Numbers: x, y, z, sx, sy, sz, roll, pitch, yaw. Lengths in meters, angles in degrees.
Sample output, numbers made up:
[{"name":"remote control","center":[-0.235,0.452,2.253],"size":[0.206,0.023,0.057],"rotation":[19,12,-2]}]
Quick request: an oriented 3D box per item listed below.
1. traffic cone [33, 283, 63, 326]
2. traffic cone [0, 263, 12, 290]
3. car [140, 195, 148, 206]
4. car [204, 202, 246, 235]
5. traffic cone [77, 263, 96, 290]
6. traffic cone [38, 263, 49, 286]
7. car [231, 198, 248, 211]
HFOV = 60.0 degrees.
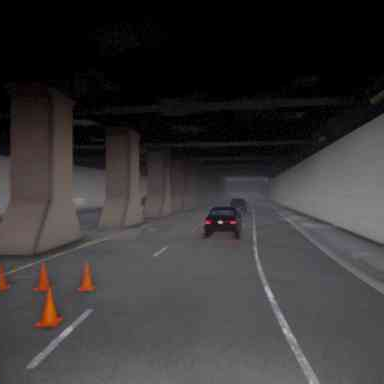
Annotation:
[{"name":"traffic cone","center":[-2.441,1.942,5.699],"size":[0.340,0.580,0.340],"rotation":[0,0,0]},{"name":"traffic cone","center":[-4.435,1.935,7.704],"size":[0.340,0.580,0.340],"rotation":[0,0,0]},{"name":"car","center":[-6.657,1.262,51.463],"size":[2.097,1.767,4.553],"rotation":[0,0,11]},{"name":"car","center":[1.823,1.523,18.641],"size":[2.033,1.411,5.357],"rotation":[0,0,10]},{"name":"traffic cone","center":[-2.435,1.939,7.699],"size":[0.340,0.580,0.340],"rotation":[0,0,0]},{"name":"traffic cone","center":[-3.435,1.937,7.701],"size":[0.340,0.580,0.340],"rotation":[0,0,0]},{"name":"car","center":[5.109,1.458,36.904],"size":[1.837,1.490,4.892],"rotation":[0,0,10]}]
